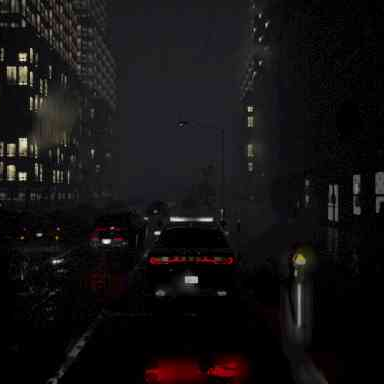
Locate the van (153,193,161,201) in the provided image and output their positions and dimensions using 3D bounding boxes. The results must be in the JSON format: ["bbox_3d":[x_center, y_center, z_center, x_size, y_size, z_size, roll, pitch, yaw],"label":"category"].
[{"bbox_3d":[-8.831,1.286,84.106,1.690,1.788,3.998,0,0,0],"label":"van"}]

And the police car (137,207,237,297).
[{"bbox_3d":[-0.012,1.424,8.759,1.930,1.638,5.238,0,0,0],"label":"police car"}]

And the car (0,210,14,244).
[{"bbox_3d":[-8.833,1.563,15.800,1.947,1.339,4.313,0,0,0],"label":"car"}]

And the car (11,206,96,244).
[{"bbox_3d":[-6.246,1.561,15.605,1.994,1.385,4.181,0,0,0],"label":"car"}]

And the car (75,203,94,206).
[{"bbox_3d":[-8.832,1.575,27.183,1.802,1.307,4.206,0,0,0],"label":"car"}]

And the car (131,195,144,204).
[{"bbox_3d":[-8.833,1.523,49.953,1.887,1.381,4.507,0,0,0],"label":"car"}]

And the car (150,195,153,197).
[{"bbox_3d":[-8.832,1.551,61.338,1.802,1.307,4.206,0,0,0],"label":"car"}]

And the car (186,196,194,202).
[{"bbox_3d":[-0.452,1.533,78.399,1.802,1.307,4.206,0,0,0],"label":"car"}]

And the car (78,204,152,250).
[{"bbox_3d":[-3.045,1.503,14.269,1.837,1.490,4.892,0,0,0],"label":"car"}]

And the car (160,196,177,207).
[{"bbox_3d":[-3.045,1.582,45.523,1.895,1.301,4.718,0,0,0],"label":"car"}]

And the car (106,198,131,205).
[{"bbox_3d":[-8.833,1.537,38.569,2.008,1.369,4.403,0,0,0],"label":"car"}]

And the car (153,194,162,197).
[{"bbox_3d":[-8.832,1.391,78.413,1.967,1.590,4.097,0,0,0],"label":"car"}]

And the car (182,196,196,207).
[{"bbox_3d":[-0.452,1.548,44.248,1.947,1.339,4.313,0,0,0],"label":"car"}]

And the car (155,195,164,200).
[{"bbox_3d":[-8.832,1.504,89.799,1.947,1.339,4.313,0,0,0],"label":"car"}]

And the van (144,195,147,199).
[{"bbox_3d":[-8.832,1.315,55.646,1.690,1.788,3.998,0,0,0],"label":"van"}]

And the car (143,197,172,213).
[{"bbox_3d":[-3.145,1.516,31.033,1.812,1.442,4.674,0,0,0],"label":"car"}]
